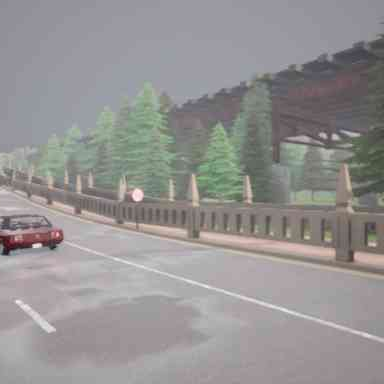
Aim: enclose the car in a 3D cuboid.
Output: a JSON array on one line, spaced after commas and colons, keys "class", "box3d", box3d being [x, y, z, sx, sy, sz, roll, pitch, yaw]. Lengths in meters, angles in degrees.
[{"class": "car", "box3d": [-6.860, 1.534, 13.273, 1.895, 1.301, 4.718, -1, 2, -41]}]
